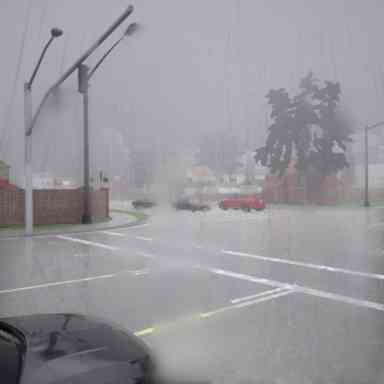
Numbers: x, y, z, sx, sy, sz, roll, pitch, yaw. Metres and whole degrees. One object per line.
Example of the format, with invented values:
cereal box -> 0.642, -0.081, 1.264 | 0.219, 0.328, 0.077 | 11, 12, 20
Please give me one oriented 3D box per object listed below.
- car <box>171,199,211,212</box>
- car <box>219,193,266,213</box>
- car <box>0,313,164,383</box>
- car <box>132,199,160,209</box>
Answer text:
car -> -0.239, 1.470, 37.057 | 2.033, 1.411, 5.357 | -1, 0, -37
car -> 5.372, 1.112, 35.871 | 2.150, 2.045, 5.566 | -1, 1, -38
car -> -2.459, 1.502, 2.000 | 4.892, 1.490, 1.837 | 0, 0, -36
car -> -6.274, 1.530, 45.078 | 1.895, 1.301, 4.718 | -1, 0, -37
